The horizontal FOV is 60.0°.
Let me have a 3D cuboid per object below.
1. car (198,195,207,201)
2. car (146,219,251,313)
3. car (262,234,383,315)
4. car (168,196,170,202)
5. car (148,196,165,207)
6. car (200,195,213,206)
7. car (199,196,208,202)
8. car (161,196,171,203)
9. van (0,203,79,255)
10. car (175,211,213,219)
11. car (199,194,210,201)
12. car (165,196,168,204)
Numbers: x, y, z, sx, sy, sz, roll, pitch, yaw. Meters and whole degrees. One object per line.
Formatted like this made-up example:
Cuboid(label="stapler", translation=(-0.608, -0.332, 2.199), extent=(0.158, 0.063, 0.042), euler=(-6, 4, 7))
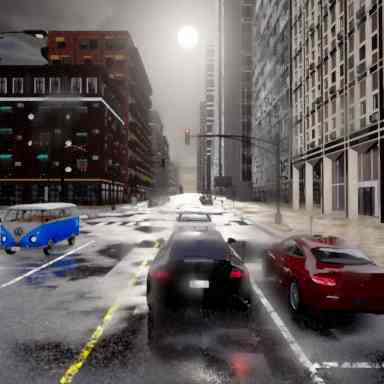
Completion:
Cuboid(label="car", translation=(2.707, 1.564, 84.834), extent=(2.008, 1.369, 4.403), euler=(1, 0, 0))
Cuboid(label="car", translation=(0.104, 1.566, 7.766), extent=(1.994, 1.385, 4.181), euler=(0, 0, -1))
Cuboid(label="car", translation=(2.701, 1.584, 7.303), extent=(1.802, 1.307, 4.206), euler=(1, 0, 0))
Cuboid(label="car", translation=(-5.675, 1.577, 62.213), extent=(1.947, 1.339, 4.313), euler=(1, 0, 0))
Cuboid(label="car", translation=(-5.675, 1.561, 50.904), extent=(2.008, 1.369, 4.403), euler=(1, 0, 0))
Cuboid(label="car", translation=(2.705, 1.592, 56.560), extent=(1.802, 1.307, 4.206), euler=(1, 0, 0))
Cuboid(label="car", translation=(2.706, 1.595, 79.179), extent=(1.802, 1.307, 4.206), euler=(1, 0, 0))
Cuboid(label="car", translation=(-5.674, 1.594, 73.523), extent=(1.802, 1.307, 4.206), euler=(1, 0, 0))
Cuboid(label="van", translation=(-5.761, 1.345, 12.988), extent=(1.690, 1.788, 3.998), euler=(1, 0, 0))
Cuboid(label="car", translation=(0.096, 1.605, 16.583), extent=(1.895, 1.301, 4.718), euler=(0, 0, 0))
Cuboid(label="car", translation=(2.709, 1.326, 62.215), extent=(2.192, 1.841, 5.009), euler=(1, 0, 0))
Cuboid(label="car", translation=(-5.675, 1.561, 56.559), extent=(2.008, 1.369, 4.403), euler=(1, 0, 0))
